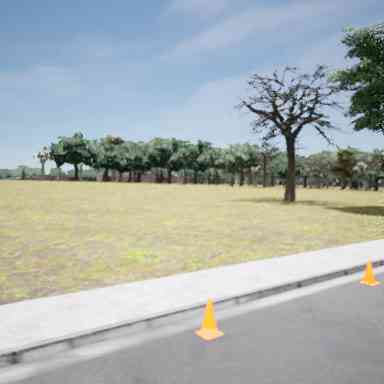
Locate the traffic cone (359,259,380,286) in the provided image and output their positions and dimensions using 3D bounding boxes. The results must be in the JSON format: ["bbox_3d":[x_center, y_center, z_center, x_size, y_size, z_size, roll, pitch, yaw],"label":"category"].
[{"bbox_3d":[4.357,1.944,8.166,0.340,0.580,0.340,0,0,-35],"label":"traffic cone"}]

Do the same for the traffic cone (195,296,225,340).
[{"bbox_3d":[0.284,1.950,5.266,0.340,0.580,0.340,0,0,-35],"label":"traffic cone"}]
